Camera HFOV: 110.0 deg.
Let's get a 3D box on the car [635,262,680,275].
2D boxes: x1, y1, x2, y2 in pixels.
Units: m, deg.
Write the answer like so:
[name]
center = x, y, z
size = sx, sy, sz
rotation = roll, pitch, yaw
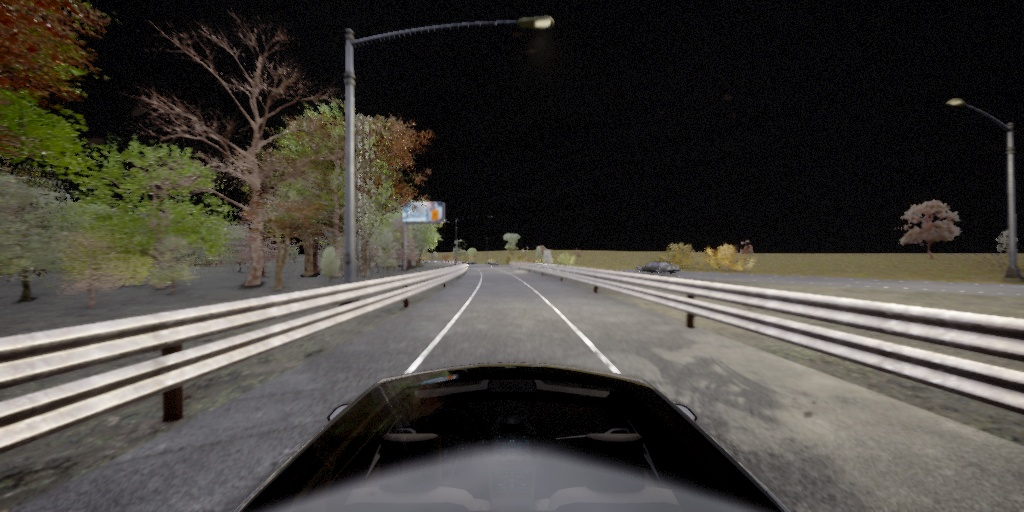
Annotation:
[car]
center = 16.325, 1.327, 40.443
size = 2.033, 1.411, 5.357
rotation = 0, 0, -21
